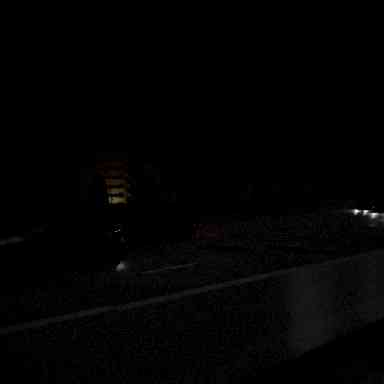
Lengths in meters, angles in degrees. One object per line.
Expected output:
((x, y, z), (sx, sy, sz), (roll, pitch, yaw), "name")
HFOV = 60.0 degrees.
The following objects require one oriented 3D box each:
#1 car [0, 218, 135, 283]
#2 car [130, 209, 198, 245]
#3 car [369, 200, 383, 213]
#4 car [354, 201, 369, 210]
((-4.112, 1.616, 9.889), (4.181, 1.385, 1.994), (0, 0, -38), "car")
((-1.857, 1.608, 16.245), (4.892, 1.490, 1.837), (1, 0, -42), "car")
((23.705, 1.830, 41.202), (1.837, 1.490, 4.892), (0, -1, 37), "car")
((25.229, 1.950, 48.979), (1.994, 1.385, 4.181), (0, -1, 38), "car")
